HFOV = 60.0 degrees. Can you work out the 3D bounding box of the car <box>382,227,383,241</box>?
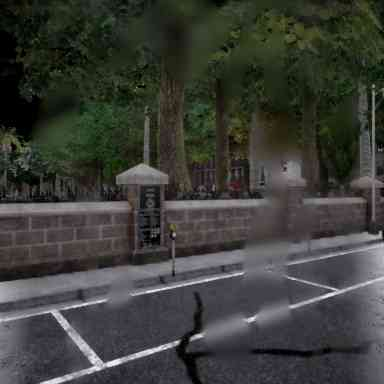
[{"bbox_3d":[9.786,1.310,13.538,5.009,1.841,2.192,0,0,-36],"label":"car"}]
